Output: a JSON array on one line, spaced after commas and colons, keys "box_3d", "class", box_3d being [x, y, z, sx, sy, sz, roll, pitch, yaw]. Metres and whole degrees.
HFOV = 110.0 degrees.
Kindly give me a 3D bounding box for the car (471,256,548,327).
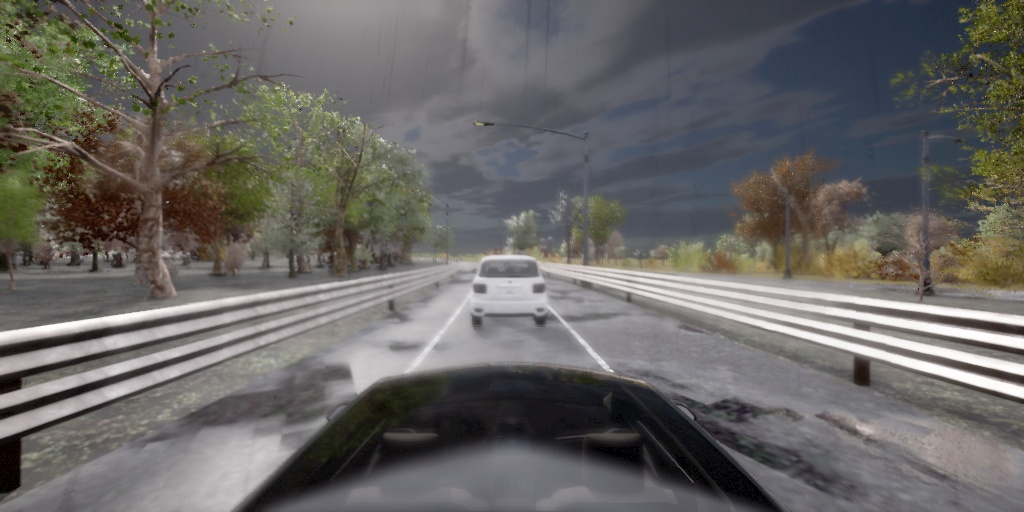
[{"box_3d": [-0.129, 1.014, 11.928, 2.150, 2.045, 5.566, 0, 0, -2], "class": "car"}]
